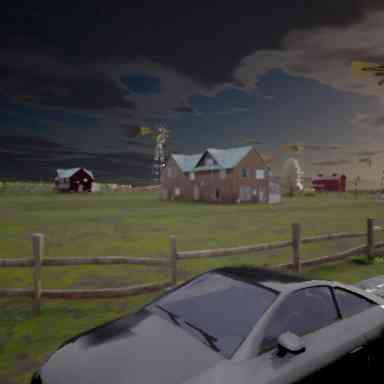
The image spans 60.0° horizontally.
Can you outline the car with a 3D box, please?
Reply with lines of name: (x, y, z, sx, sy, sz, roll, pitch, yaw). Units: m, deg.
car: (0.587, 1.557, 3.513, 4.181, 1.385, 1.994, 0, 0, -36)
